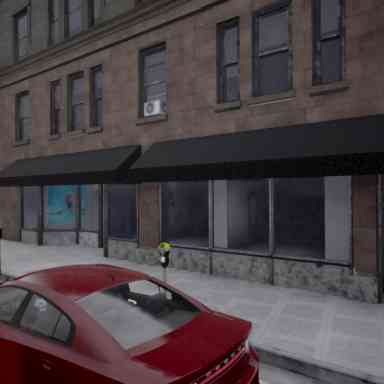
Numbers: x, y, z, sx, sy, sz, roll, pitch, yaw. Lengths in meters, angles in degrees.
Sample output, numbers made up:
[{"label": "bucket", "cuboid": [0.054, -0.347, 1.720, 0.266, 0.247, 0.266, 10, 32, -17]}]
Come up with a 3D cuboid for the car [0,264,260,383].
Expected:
[{"label": "car", "cuboid": [-1.468, 1.545, 3.893, 4.507, 1.381, 1.887, 0, 0, 35]}]
